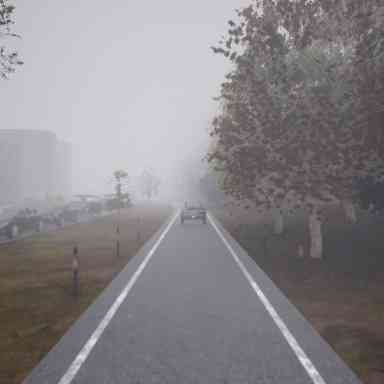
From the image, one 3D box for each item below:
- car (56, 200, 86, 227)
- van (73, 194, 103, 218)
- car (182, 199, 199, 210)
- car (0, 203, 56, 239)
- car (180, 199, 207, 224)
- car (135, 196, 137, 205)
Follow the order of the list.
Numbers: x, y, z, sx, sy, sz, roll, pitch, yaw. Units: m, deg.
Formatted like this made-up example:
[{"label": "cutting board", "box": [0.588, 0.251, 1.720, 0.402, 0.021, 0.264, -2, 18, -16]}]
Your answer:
[{"label": "car", "box": [-9.078, 1.457, 22.258, 2.163, 1.488, 4.792, 0, -1, -2]}, {"label": "van", "box": [-9.088, 1.206, 28.771, 1.878, 1.987, 4.442, 0, -1, -2]}, {"label": "car", "box": [-0.225, 1.603, 43.028, 1.895, 1.301, 4.718, 0, 0, -3]}, {"label": "car", "box": [-9.072, 1.422, 16.747, 2.231, 1.521, 4.892, 0, -1, -2]}, {"label": "car", "box": [0.102, 1.497, 25.208, 2.128, 1.511, 4.902, 0, 0, 0]}, {"label": "car", "box": [-10.389, 1.187, 55.496, 2.435, 2.045, 5.566, 1, -1, -9]}]
